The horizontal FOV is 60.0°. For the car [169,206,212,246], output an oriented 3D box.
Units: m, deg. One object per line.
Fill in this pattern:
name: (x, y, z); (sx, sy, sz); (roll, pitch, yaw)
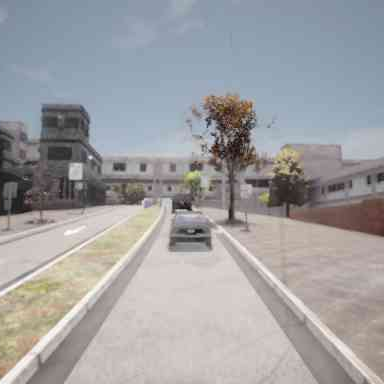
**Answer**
car: (-0.119, 1.586, 15.532); (2.033, 1.411, 5.357); (0, 0, -2)

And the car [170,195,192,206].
car: (-1.218, 1.310, 37.582); (2.150, 2.045, 5.566); (0, 0, -4)
